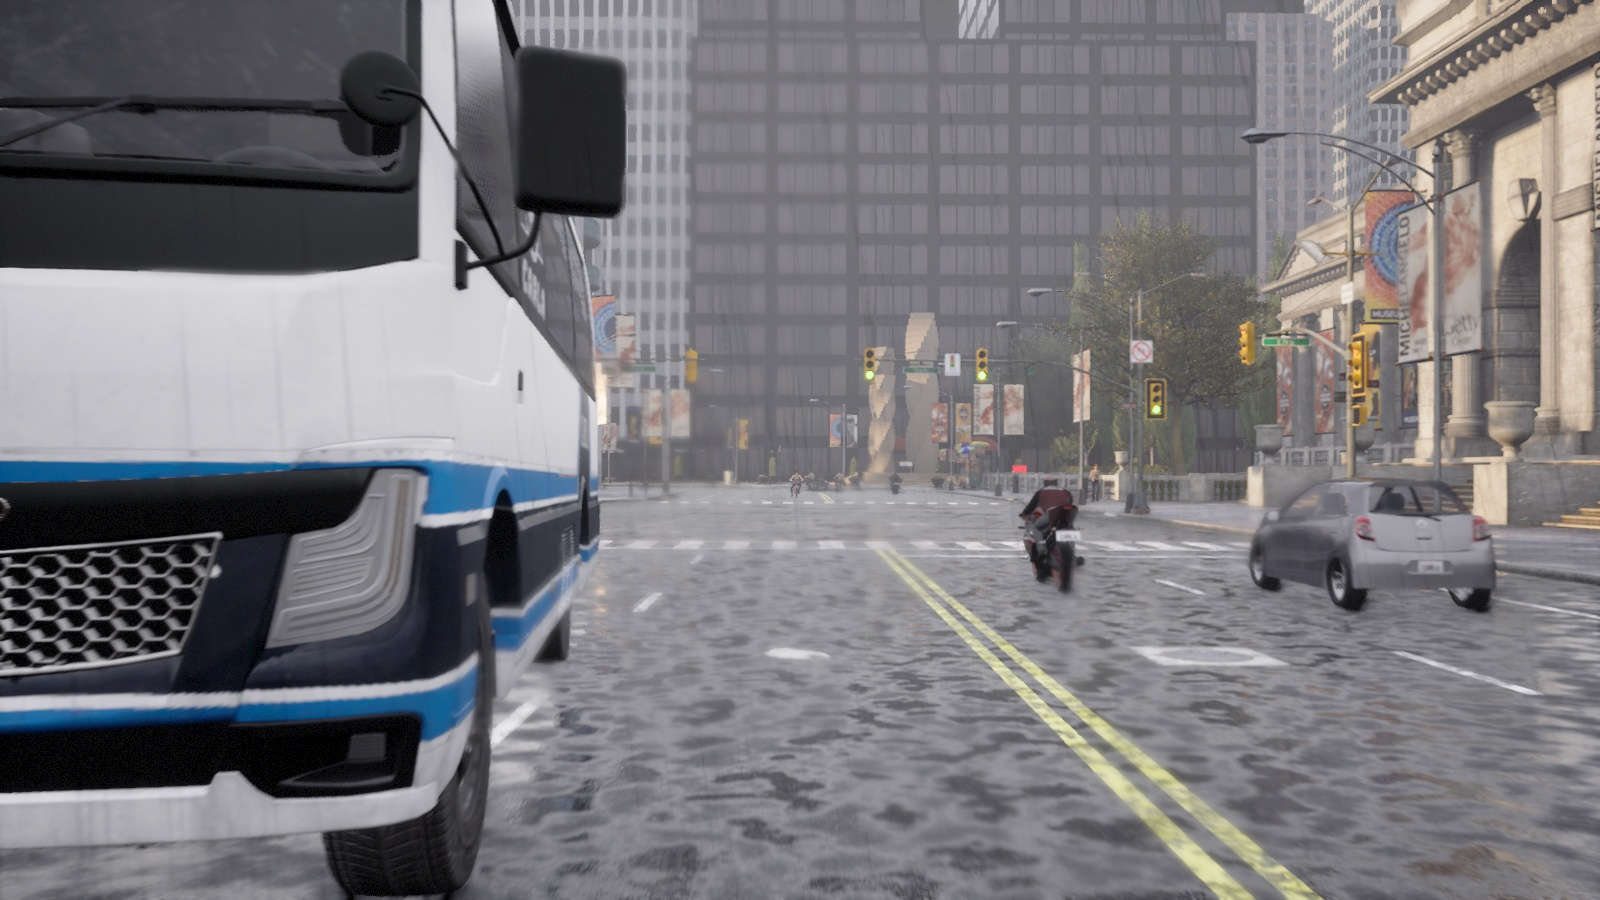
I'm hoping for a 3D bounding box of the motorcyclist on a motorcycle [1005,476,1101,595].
[{"bbox_3d":[3.458,1.127,17.371,0.866,1.530,2.191,0,-1,0],"label":"motorcyclist on a motorcycle"}]

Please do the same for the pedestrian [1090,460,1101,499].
[{"bbox_3d":[14.049,1.414,59.667,0.345,1.836,0.594,0,-1,0],"label":"pedestrian"}]

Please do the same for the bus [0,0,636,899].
[{"bbox_3d":[-3.074,-0.422,7.621,3.944,4.253,10.273,0,-2,-7],"label":"bus"}]

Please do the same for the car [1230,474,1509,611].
[{"bbox_3d":[6.962,1.066,15.797,1.845,1.501,3.633,0,-1,0],"label":"car"}]
